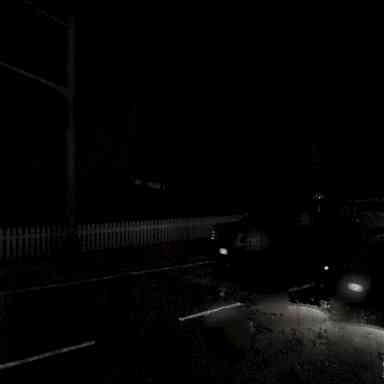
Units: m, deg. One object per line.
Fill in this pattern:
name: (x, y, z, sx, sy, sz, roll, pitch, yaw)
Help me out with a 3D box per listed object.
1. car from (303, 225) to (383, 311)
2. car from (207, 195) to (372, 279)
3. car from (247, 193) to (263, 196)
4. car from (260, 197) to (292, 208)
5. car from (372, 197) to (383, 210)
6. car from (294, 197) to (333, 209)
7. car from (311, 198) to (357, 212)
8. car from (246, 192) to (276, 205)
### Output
car: (4.632, 1.577, 7.279, 4.181, 1.385, 1.994, 0, 0, -35)
car: (3.093, 1.235, 10.483, 5.566, 2.045, 2.150, 0, 0, -35)
car: (9.729, 1.178, 45.958, 2.150, 2.045, 5.566, 0, 2, -37)
car: (12.188, 1.511, 48.511, 1.994, 1.385, 4.181, 0, 2, -38)
car: (22.776, 1.415, 40.338, 2.097, 1.767, 4.553, 0, 0, -37)
car: (17.250, 1.514, 47.622, 1.882, 1.535, 5.008, 0, 1, -37)
car: (17.560, 1.545, 41.421, 2.128, 1.511, 4.902, 0, 0, -37)
car: (11.377, 1.052, 55.395, 2.097, 1.767, 4.553, 0, 3, -37)
